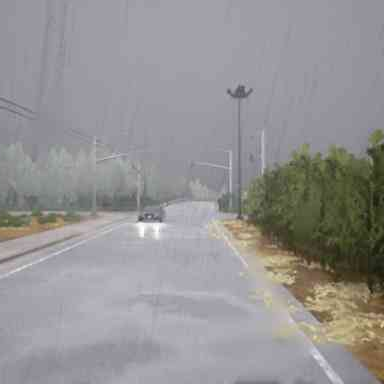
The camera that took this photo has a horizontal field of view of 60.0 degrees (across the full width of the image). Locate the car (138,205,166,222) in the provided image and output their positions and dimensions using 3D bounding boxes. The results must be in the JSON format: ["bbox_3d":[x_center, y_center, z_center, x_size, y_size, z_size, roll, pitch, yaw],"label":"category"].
[{"bbox_3d":[-3.397,1.836,28.825,1.994,1.385,4.181,0,-1,2],"label":"car"}]

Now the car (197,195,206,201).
[{"bbox_3d":[2.523,1.756,88.284,2.150,2.045,5.566,0,-2,8],"label":"car"}]
